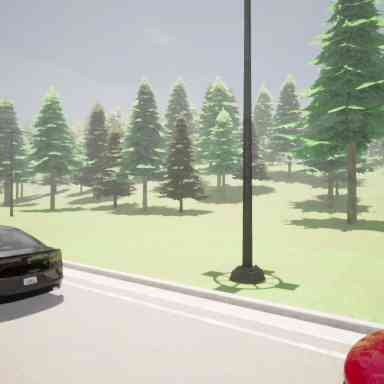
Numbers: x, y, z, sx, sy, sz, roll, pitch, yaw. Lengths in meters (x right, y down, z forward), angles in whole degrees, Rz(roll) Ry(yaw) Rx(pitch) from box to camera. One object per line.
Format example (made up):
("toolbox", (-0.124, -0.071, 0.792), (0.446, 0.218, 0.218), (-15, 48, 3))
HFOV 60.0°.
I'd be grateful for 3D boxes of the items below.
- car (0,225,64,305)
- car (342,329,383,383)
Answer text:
("car", (-4.982, 1.478, 7.544), (5.008, 1.535, 1.882), (0, 0, 36))
("car", (3.403, 1.478, 1.543), (5.008, 1.535, 1.882), (0, 0, 36))
